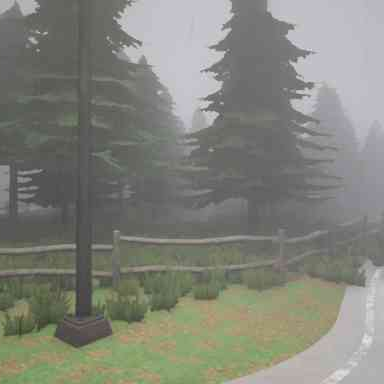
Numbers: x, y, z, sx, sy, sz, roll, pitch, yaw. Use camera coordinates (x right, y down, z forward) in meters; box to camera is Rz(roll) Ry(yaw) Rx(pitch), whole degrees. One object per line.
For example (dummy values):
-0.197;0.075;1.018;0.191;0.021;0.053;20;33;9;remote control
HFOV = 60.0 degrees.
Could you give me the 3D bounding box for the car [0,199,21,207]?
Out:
-19.308;1.442;35.323;2.128;1.511;4.902;0;0;3;car
